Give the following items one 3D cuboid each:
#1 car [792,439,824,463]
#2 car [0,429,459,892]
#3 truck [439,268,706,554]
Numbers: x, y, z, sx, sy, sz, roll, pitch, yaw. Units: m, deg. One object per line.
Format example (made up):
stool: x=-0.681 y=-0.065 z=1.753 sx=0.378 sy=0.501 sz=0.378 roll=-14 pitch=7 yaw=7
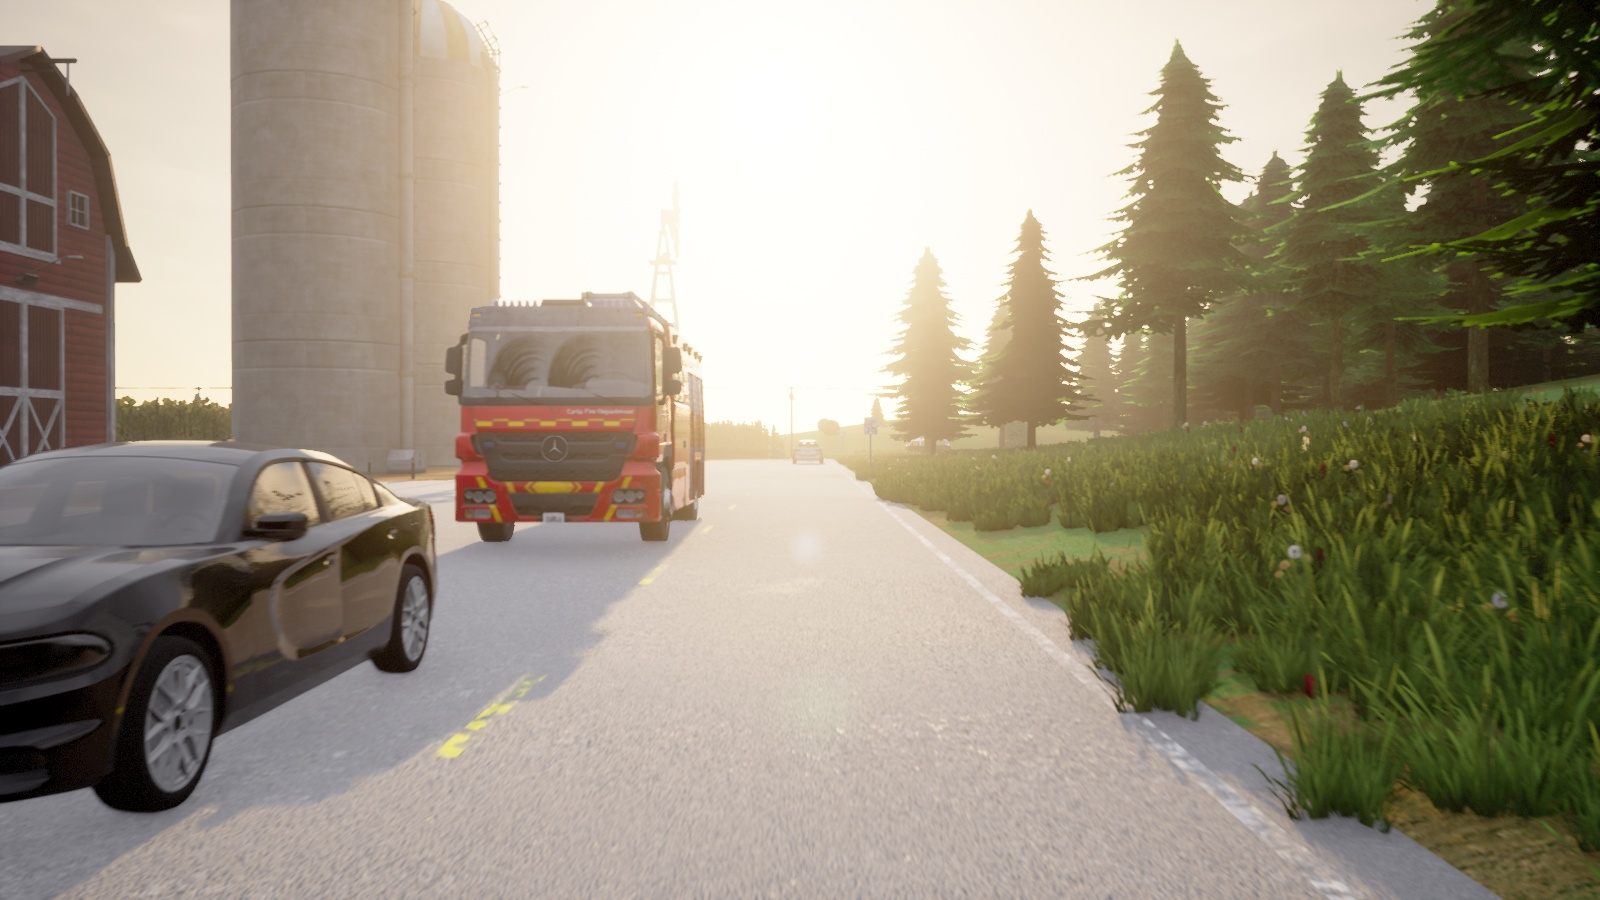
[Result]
car: x=0.564 y=0.047 z=89.584 sx=2.242 sy=1.667 sz=4.611 roll=0 pitch=0 yaw=0
car: x=-3.445 y=0.682 z=6.663 sx=1.882 sy=1.535 sz=5.008 roll=0 pitch=0 yaw=0
truck: x=-3.355 y=-0.548 z=21.037 sx=2.891 sy=3.827 sz=8.468 roll=0 pitch=0 yaw=0
